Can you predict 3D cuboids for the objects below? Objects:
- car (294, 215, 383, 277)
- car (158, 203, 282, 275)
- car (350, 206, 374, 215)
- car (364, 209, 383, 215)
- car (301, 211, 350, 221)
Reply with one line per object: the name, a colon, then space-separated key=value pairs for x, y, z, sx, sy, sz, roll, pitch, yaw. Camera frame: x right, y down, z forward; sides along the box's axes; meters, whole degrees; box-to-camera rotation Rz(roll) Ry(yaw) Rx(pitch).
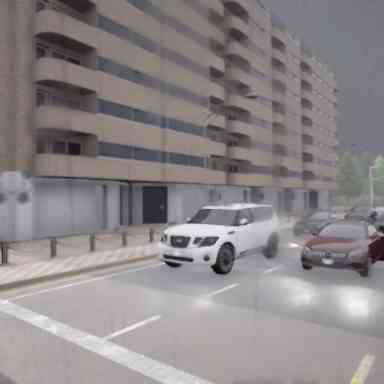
car: x=5.204 y=1.693 z=11.085 sx=1.812 sy=1.442 sz=4.674 roll=-2 pitch=-2 yaw=38
car: x=1.265 y=1.443 z=11.764 sx=2.150 sy=2.045 sz=5.566 roll=-2 pitch=-2 yaw=38
car: x=14.197 y=1.929 z=27.767 sx=1.837 sy=1.490 sz=4.892 roll=-2 pitch=-2 yaw=39
car: x=11.448 y=1.830 z=18.842 sx=1.994 sy=1.385 sz=4.181 roll=-2 pitch=-2 yaw=39
car: x=7.637 y=1.848 z=19.702 sx=1.812 sy=1.442 sz=4.674 roll=-2 pitch=-2 yaw=39
